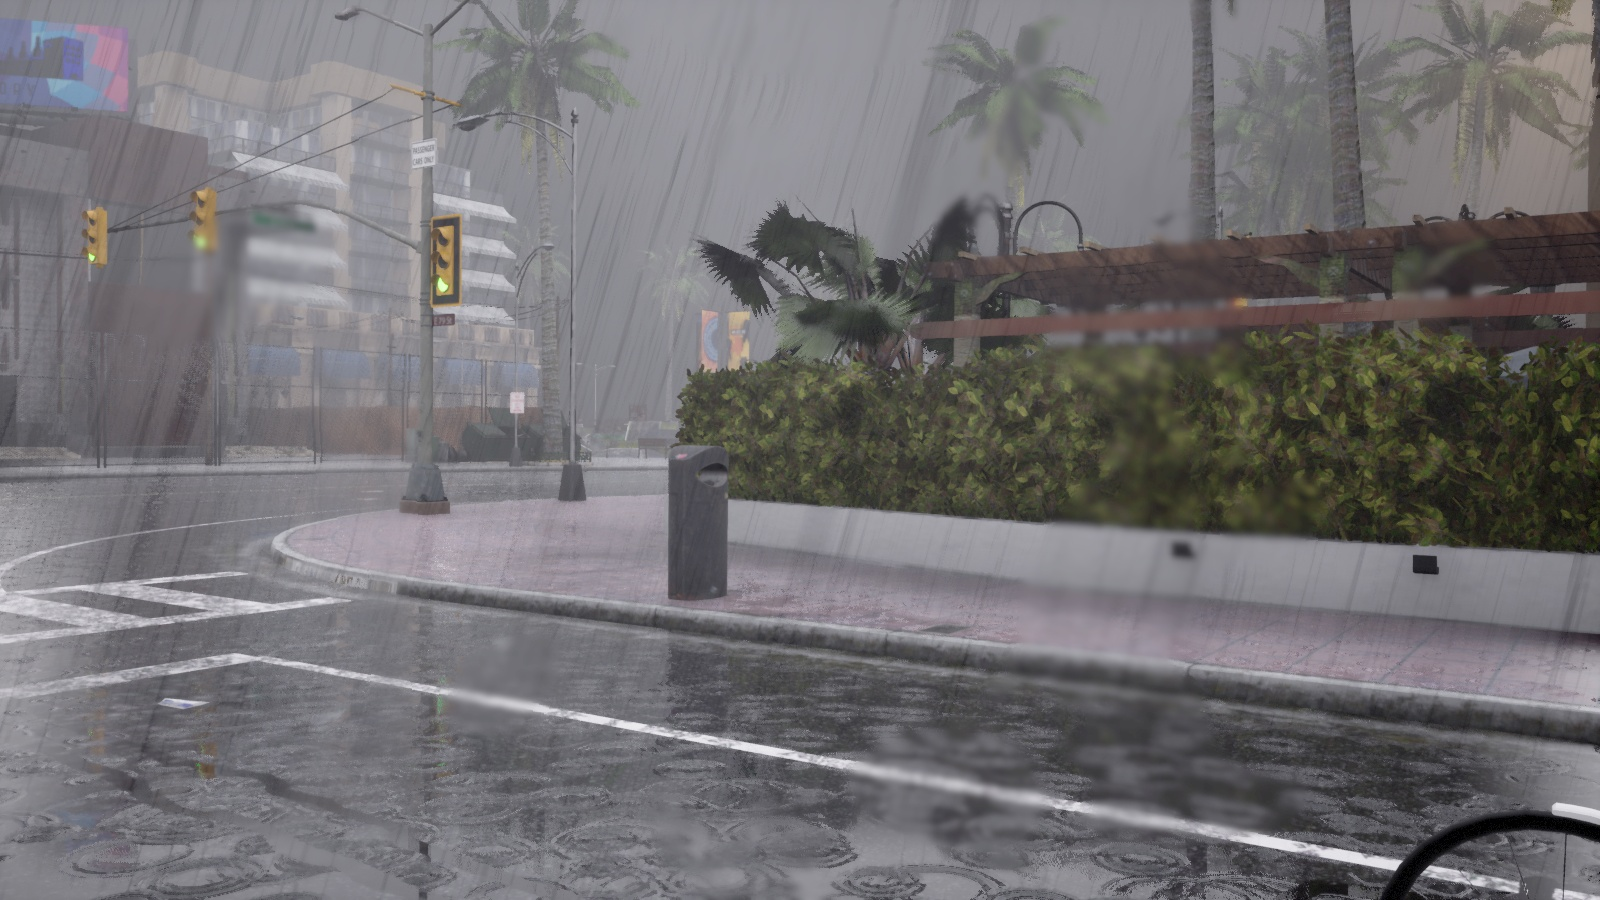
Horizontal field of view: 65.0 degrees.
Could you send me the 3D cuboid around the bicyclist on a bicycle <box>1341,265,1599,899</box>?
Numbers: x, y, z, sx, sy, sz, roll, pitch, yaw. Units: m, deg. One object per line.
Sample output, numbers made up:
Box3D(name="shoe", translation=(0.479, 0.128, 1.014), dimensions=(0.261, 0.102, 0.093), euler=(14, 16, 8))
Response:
Box3D(name="bicyclist on a bicycle", translation=(2.029, 0.553, 2.267), dimensions=(1.843, 1.776, 0.659), euler=(0, 1, 34))
